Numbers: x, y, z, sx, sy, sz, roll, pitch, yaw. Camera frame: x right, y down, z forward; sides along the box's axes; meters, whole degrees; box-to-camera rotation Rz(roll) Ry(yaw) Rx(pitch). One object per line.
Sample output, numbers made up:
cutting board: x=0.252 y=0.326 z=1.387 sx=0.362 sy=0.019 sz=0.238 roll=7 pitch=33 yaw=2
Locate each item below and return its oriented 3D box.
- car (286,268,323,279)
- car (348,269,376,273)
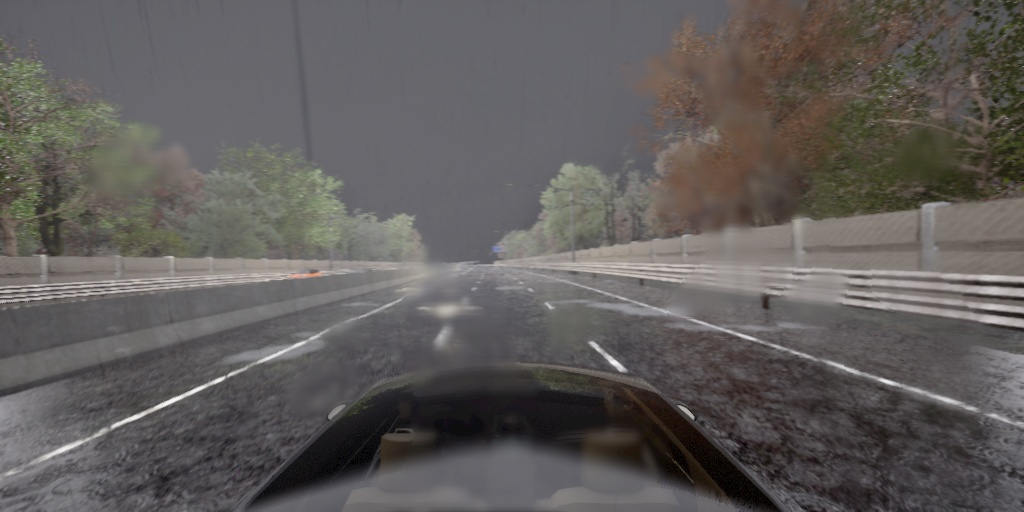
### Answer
car: x=-22.747 y=2.226 z=39.415 sx=2.097 sy=1.767 sz=4.553 roll=-2 pitch=-1 yaw=-3
car: x=-15.672 y=2.114 z=38.356 sx=1.837 sy=1.490 sz=4.892 roll=-2 pitch=-1 yaw=-3
